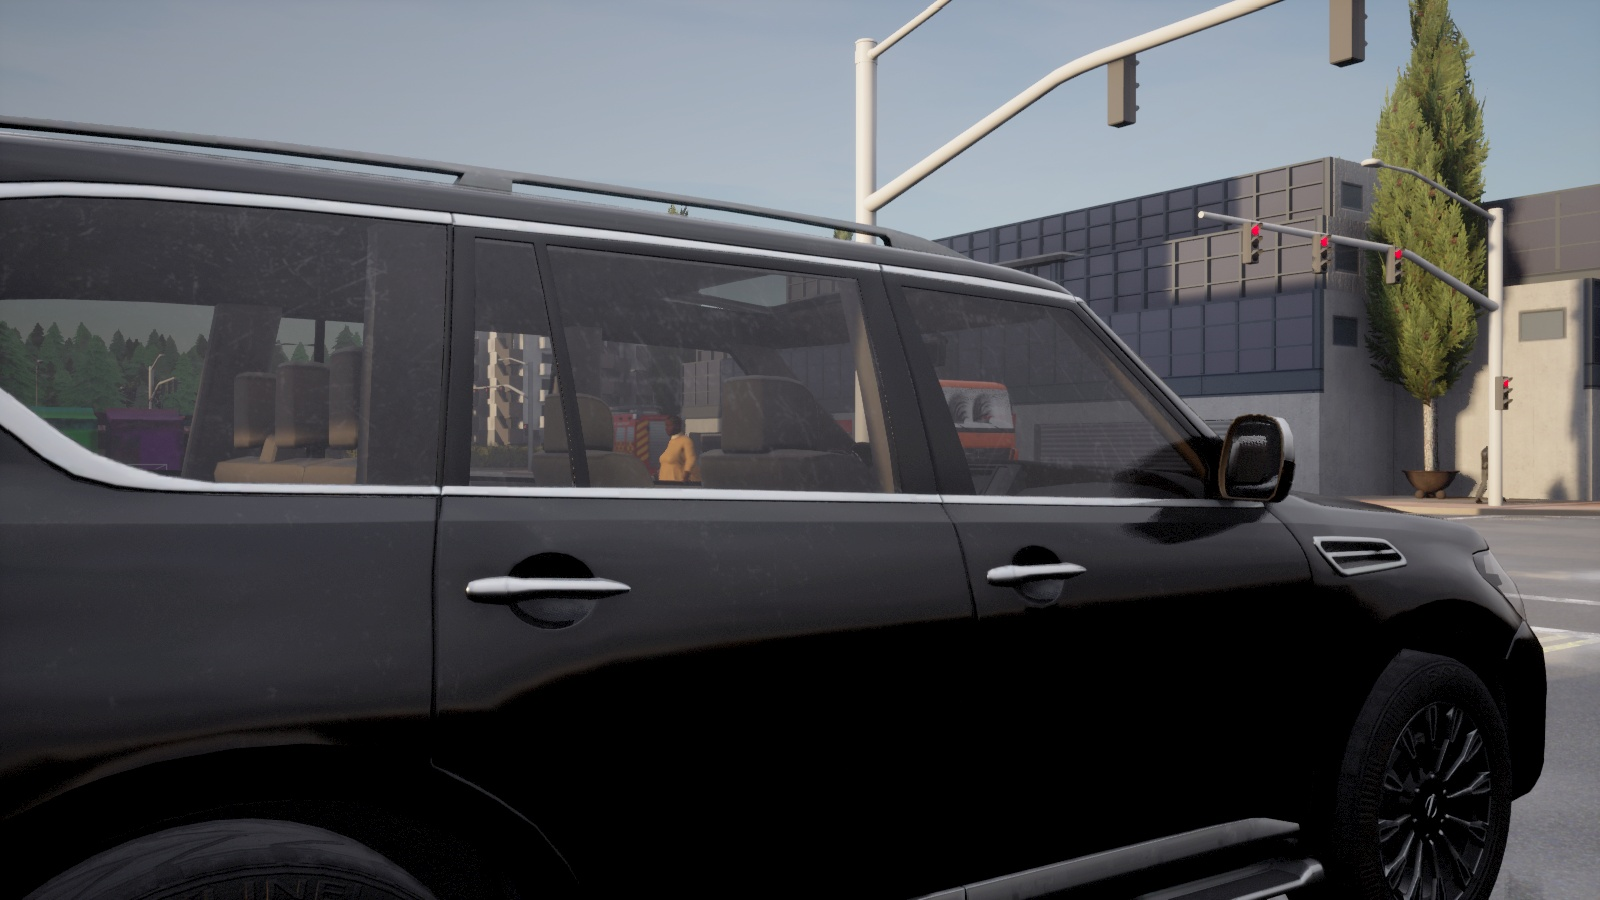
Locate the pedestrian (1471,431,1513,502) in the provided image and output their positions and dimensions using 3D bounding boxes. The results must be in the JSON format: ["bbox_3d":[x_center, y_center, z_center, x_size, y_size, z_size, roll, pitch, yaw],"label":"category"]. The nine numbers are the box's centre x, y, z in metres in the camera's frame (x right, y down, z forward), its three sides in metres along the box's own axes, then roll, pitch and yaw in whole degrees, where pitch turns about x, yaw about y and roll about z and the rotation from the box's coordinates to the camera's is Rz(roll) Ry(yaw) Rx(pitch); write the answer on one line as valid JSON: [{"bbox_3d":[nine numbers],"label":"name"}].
[{"bbox_3d":[18.701,0.447,33.940,0.849,1.883,0.563,0,0,-13],"label":"pedestrian"}]

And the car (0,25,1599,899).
[{"bbox_3d":[-0.184,0.473,3.531,5.566,2.045,2.150,0,0,-35],"label":"car"}]
